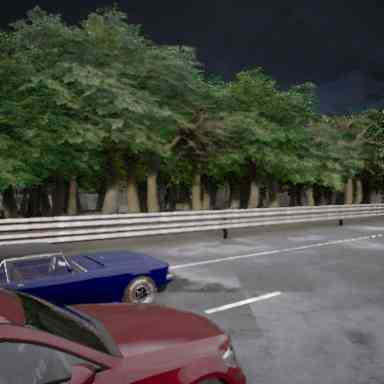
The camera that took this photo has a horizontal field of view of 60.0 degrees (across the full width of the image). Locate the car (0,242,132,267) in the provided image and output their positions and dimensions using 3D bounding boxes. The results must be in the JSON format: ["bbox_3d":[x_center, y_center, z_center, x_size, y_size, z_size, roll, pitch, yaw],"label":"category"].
[{"bbox_3d":[-2.716,1.601,6.111,4.718,1.301,1.895,0,0,-36],"label":"car"}]

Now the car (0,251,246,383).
[{"bbox_3d":[-1.678,1.526,2.549,4.674,1.442,1.812,0,0,-35],"label":"car"}]
